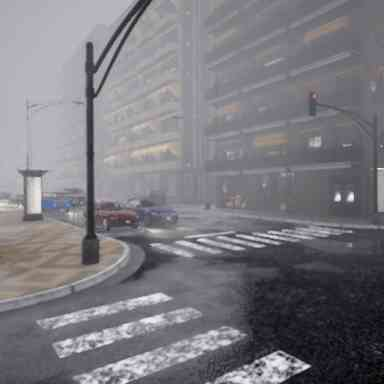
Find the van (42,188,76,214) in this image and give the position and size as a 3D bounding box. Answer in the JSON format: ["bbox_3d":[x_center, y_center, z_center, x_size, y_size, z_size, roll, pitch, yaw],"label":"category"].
[{"bbox_3d":[-11.013,0.774,26.810,1.690,1.788,3.998,1,0,-36],"label":"van"}]

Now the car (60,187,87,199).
[{"bbox_3d":[-11.334,0.571,31.629,2.150,2.045,5.566,0,2,-36],"label":"car"}]

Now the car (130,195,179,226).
[{"bbox_3d":[-2.608,1.108,19.641,1.812,1.442,4.674,0,1,-36],"label":"car"}]

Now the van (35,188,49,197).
[{"bbox_3d":[-30.871,0.020,68.335,1.690,1.788,3.998,1,1,-36],"label":"van"}]

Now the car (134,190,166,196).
[{"bbox_3d":[-4.241,0.694,31.746,2.192,1.841,5.009,1,1,-36],"label":"car"}]

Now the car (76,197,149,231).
[{"bbox_3d":[-4.359,1.153,17.665,1.887,1.381,4.507,1,0,-36],"label":"car"}]

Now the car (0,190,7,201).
[{"bbox_3d":[-27.658,0.435,49.679,1.967,1.590,4.097,1,0,-36],"label":"car"}]

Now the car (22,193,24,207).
[{"bbox_3d":[-14.345,0.890,31.386,1.887,1.381,4.507,1,0,-36],"label":"car"}]

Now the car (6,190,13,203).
[{"bbox_3d":[-20.902,0.698,40.396,1.752,1.417,4.829,1,0,-36],"label":"car"}]

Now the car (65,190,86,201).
[{"bbox_3d":[-17.558,0.469,50.042,1.967,1.590,4.097,1,1,-36],"label":"car"}]

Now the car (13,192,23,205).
[{"bbox_3d":[-17.674,0.802,35.959,1.887,1.381,4.507,1,0,-36],"label":"car"}]

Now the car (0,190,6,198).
[{"bbox_3d":[-34.318,0.365,58.827,1.887,1.381,4.507,1,0,-36],"label":"car"}]

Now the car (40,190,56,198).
[{"bbox_3d":[-27.645,0.289,63.900,1.752,1.417,4.829,1,1,-36],"label":"car"}]
